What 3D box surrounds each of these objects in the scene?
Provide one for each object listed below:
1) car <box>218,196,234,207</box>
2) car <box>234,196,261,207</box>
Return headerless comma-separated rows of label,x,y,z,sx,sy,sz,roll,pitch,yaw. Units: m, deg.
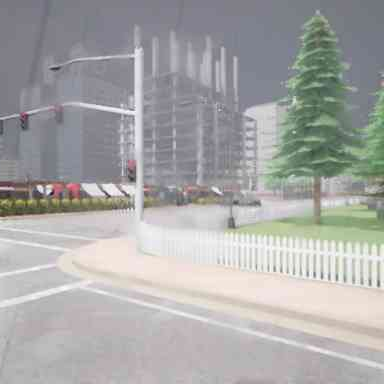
car,5.971,1.384,52.929,2.097,1.767,4.553,0,0,35
car,8.870,1.379,50.969,2.097,1.767,4.553,0,0,35
